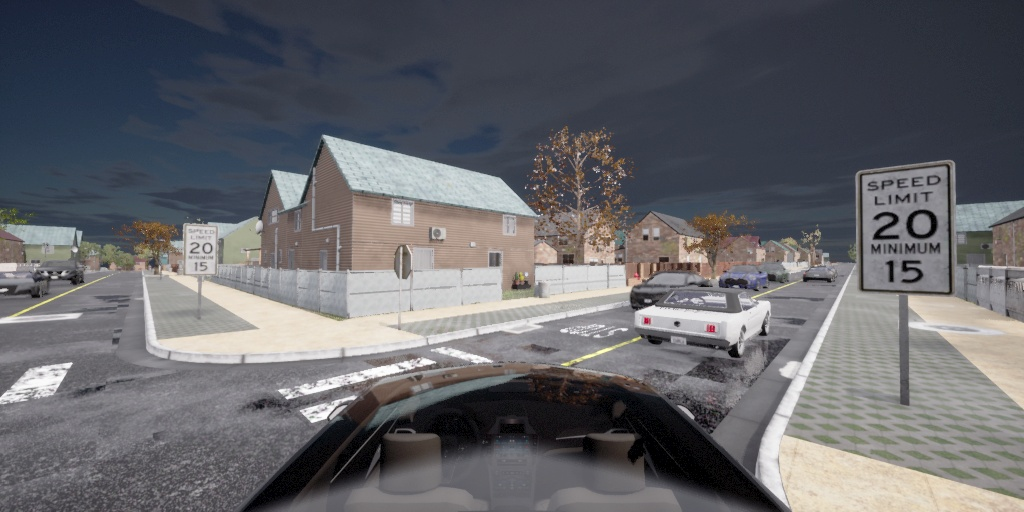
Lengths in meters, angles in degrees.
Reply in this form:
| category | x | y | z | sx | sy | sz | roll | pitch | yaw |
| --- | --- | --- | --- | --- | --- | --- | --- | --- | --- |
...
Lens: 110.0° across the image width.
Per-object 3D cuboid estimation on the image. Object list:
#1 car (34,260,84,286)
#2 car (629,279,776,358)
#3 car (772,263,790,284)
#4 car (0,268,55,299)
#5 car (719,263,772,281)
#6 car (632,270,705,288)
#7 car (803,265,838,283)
| category | x | y | z | sx | sy | sz | roll | pitch | yaw |
| --- | --- | --- | --- | --- | --- | --- | --- | --- | --- |
| car | -36.572 | 1.323 | 29.070 | 5.566 | 2.045 | 2.150 | -1 | -2 | 45 |
| car | 4.867 | 1.414 | 8.748 | 1.895 | 1.301 | 4.718 | -1 | -1 | 44 |
| car | 22.444 | 1.424 | 31.037 | 2.097 | 1.767 | 4.553 | -1 | -1 | 44 |
| car | -25.778 | 1.490 | 18.555 | 4.181 | 1.385 | 1.994 | -1 | -2 | 44 |
| car | 15.350 | 1.338 | 23.723 | 2.097 | 1.767 | 4.553 | -1 | -1 | 44 |
| car | 6.582 | 1.359 | 14.634 | 1.882 | 1.535 | 5.008 | -1 | -1 | 44 |
| car | 27.697 | 1.652 | 32.354 | 4.181 | 1.385 | 1.994 | 1 | -1 | -45 |
